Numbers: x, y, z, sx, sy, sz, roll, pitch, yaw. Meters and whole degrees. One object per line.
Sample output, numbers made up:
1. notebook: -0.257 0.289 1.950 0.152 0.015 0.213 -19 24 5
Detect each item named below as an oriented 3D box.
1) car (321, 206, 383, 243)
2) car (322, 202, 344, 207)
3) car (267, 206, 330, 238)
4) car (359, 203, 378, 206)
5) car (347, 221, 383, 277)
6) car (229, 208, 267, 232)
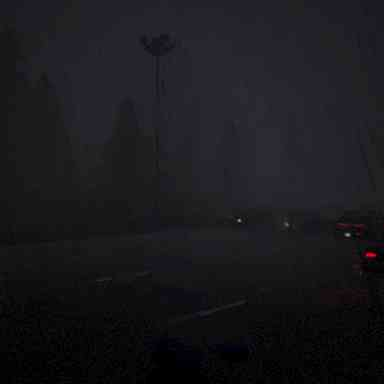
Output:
1. car: 8.437 1.642 16.062 4.902 1.511 2.128 0 0 -45
2. car: 14.968 1.791 35.336 1.882 1.535 5.008 0 0 33
3. car: 6.409 1.726 18.987 1.994 1.385 4.181 0 0 45
4. car: 17.416 1.782 32.678 1.882 1.535 5.008 0 0 33
5. car: 6.670 1.643 9.457 5.357 1.411 2.033 1 -1 -42
6. car: 4.323 1.737 21.847 1.994 1.385 4.181 0 0 45
